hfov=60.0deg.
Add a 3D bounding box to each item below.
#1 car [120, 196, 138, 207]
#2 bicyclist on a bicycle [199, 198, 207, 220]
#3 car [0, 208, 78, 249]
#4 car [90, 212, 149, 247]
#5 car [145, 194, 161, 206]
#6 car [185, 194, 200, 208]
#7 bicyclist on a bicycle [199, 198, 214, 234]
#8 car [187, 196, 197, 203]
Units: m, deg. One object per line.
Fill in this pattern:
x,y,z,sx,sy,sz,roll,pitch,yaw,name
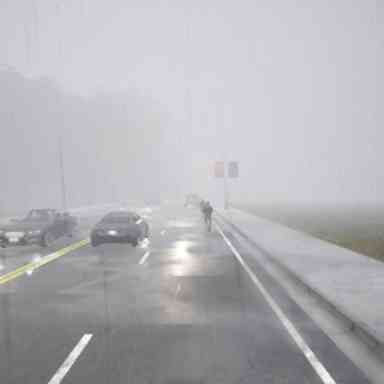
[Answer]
-9.813,1.410,51.768,2.097,1.767,4.553,0,0,0,car
0.895,1.397,27.726,0.659,1.776,1.843,0,0,0,bicyclist on a bicycle
-6.597,1.503,14.762,2.128,1.511,4.902,0,0,0,car
-3.149,1.576,15.179,1.994,1.385,4.181,0,0,0,car
-6.547,1.279,55.990,2.150,2.045,5.566,0,0,1,car
0.086,1.277,50.330,2.150,2.045,5.566,0,0,0,car
0.894,1.386,18.527,0.659,1.776,1.843,0,0,0,bicyclist on a bicycle
0.005,1.653,73.131,1.994,1.385,4.181,0,0,0,car
